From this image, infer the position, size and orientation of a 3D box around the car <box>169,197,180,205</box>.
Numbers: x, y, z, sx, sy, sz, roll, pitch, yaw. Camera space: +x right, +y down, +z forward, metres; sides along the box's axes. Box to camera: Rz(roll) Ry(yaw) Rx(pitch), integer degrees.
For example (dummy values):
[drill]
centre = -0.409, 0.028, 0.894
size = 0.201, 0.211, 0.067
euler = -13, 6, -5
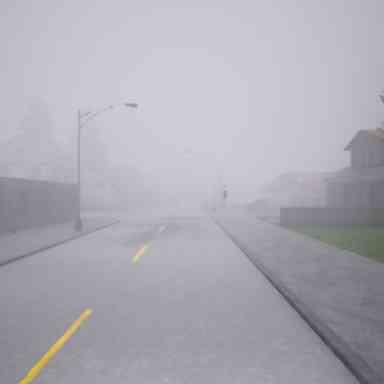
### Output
[car]
centre = -4.029, 2.263, 77.621
size = 2.150, 2.045, 5.566
euler = 0, -1, 0
